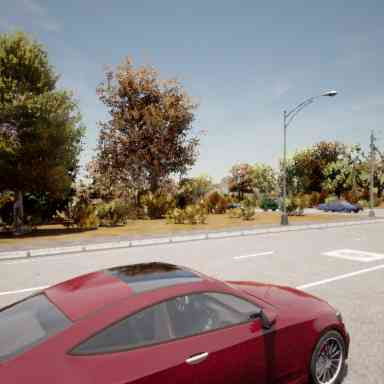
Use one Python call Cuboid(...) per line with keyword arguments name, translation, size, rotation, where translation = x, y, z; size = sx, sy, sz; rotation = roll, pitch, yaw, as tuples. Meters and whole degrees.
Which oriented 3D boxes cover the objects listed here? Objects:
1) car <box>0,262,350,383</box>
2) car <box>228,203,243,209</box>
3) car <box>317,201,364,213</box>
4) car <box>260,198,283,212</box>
Cuboid(name="car", translation=(-0.234, 1.526, 3.577), size=(4.674, 1.442, 1.812), rotation=(0, 0, -35))
Cuboid(name="car", translation=(7.222, 2.656, 57.927), size=(2.128, 1.511, 4.902), rotation=(0, -3, -32))
Cuboid(name="car", translation=(18.016, 1.815, 40.650), size=(2.033, 1.411, 5.357), rotation=(0, -2, -32))
Cuboid(name="car", translation=(12.605, 1.867, 49.302), size=(2.150, 2.045, 5.566), rotation=(0, -3, -32))
